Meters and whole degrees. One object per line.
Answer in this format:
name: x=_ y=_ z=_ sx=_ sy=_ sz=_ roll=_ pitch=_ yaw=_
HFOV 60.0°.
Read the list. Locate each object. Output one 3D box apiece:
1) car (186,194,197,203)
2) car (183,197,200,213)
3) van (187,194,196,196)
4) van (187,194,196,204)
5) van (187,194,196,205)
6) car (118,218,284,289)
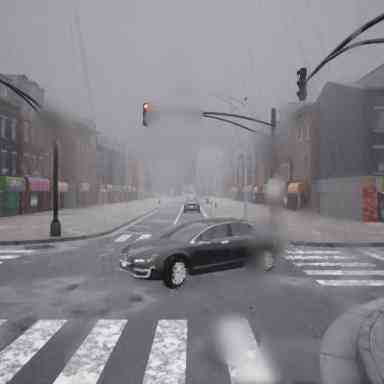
car: x=-0.132 y=1.326 z=70.345 sx=2.192 sy=1.841 sz=5.009 roll=0 pitch=0 yaw=0
car: x=-0.012 y=1.563 z=36.712 sx=1.947 sy=1.339 sz=4.313 roll=0 pitch=0 yaw=0
van: x=-0.073 y=1.341 z=53.529 sx=1.690 sy=1.788 sz=3.998 roll=0 pitch=0 yaw=0
van: x=-0.112 y=1.348 z=64.740 sx=1.690 sy=1.788 sz=3.998 roll=0 pitch=0 yaw=0
van: x=-0.093 y=1.344 z=59.135 sx=1.690 sy=1.788 sz=3.998 roll=0 pitch=0 yaw=0
car: x=0.411 y=1.511 z=9.260 sx=4.892 sy=1.490 sz=1.837 roll=1 pitch=-2 yaw=-33
